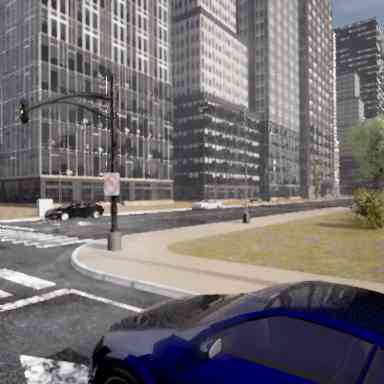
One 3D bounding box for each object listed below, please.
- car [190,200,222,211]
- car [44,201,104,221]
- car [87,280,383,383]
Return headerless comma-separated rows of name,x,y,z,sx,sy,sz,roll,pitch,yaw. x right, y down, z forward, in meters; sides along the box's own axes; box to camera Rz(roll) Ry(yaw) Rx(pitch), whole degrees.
car,1.797,1.628,41.974,1.895,1.301,4.718,-1,-1,37
car,-9.499,1.508,27.016,1.837,1.490,4.892,-1,0,37
car,0.968,1.560,2.993,4.181,1.385,1.994,0,0,36
